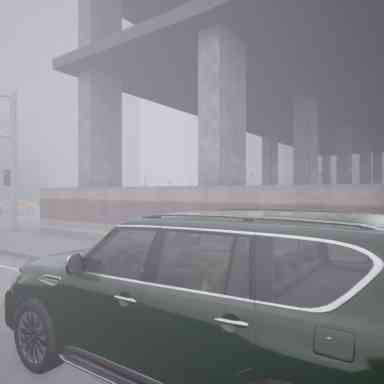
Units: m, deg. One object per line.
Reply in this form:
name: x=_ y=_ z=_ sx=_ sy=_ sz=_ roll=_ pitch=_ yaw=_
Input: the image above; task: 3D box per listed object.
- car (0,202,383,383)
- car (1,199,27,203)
car: x=0.051 y=1.221 z=3.948 sx=5.566 sy=2.045 sz=2.150 roll=0 pitch=0 yaw=36
car: x=-18.388 y=1.533 z=33.832 sx=1.882 sy=1.535 sz=5.008 roll=0 pitch=0 yaw=36
